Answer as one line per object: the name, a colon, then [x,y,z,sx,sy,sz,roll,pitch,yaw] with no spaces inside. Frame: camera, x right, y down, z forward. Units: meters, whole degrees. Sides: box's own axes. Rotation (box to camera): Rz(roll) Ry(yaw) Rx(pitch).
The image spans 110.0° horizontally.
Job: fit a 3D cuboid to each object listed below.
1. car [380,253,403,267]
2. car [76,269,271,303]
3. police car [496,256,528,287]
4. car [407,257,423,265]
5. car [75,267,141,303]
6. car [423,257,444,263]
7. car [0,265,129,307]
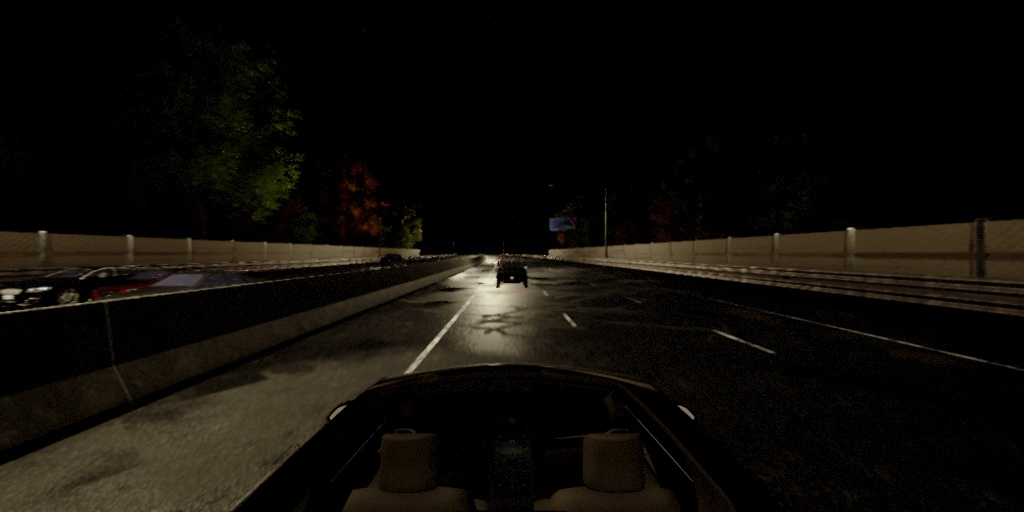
car: [-18.300,0.583,54.730,2.150,2.045,5.566,0,0,-1]
car: [-10.623,1.228,12.309,2.033,1.411,5.357,0,0,0]
police car: [-0.023,1.010,22.896,1.930,1.638,5.238,0,0,-1]
car: [-14.821,0.906,55.511,1.994,1.385,4.181,0,0,-1]
car: [-14.137,1.231,14.580,1.994,1.385,4.181,0,0,0]
car: [-11.258,0.864,52.903,1.837,1.490,4.892,0,0,-1]
car: [-17.638,1.159,14.999,2.128,1.511,4.902,0,0,0]
